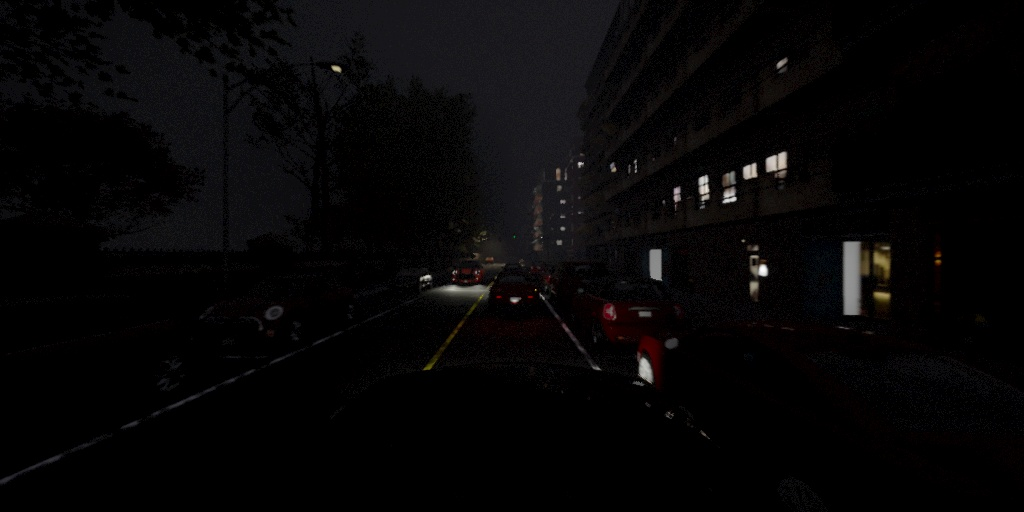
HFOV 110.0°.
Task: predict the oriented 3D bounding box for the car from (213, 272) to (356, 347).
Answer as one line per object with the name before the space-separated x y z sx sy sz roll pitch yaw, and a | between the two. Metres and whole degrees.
car | -5.693 1.196 9.174 1.967 1.591 4.097 0 0 0

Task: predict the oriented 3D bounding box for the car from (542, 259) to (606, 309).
car | 2.685 1.076 14.809 2.192 1.841 5.009 0 0 0

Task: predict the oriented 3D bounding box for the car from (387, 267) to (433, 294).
car | -5.698 1.317 20.436 2.007 1.370 4.403 0 0 0

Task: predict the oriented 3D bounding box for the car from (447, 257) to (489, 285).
car | -3.111 1.124 26.326 2.097 1.767 4.553 0 0 0

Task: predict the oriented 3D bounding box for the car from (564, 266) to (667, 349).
car | 2.688 1.196 9.179 1.967 1.591 4.097 0 0 0

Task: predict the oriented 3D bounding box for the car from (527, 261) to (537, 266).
car | 2.674 1.226 37.330 1.967 1.591 4.097 0 0 0

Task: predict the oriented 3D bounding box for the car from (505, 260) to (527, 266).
car | 0.082 1.302 29.645 1.812 1.442 4.674 0 0 0

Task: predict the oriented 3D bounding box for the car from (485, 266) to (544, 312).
car | 0.090 1.287 14.242 1.812 1.442 4.674 0 0 0

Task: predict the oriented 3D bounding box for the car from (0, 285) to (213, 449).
car | -5.690 1.191 3.546 1.967 1.591 4.097 0 0 0

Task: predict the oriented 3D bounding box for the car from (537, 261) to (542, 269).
car | 2.682 1.206 20.441 1.967 1.591 4.097 0 0 0

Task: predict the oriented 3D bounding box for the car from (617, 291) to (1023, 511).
car | 2.690 1.297 3.550 1.888 1.381 4.507 0 0 0
